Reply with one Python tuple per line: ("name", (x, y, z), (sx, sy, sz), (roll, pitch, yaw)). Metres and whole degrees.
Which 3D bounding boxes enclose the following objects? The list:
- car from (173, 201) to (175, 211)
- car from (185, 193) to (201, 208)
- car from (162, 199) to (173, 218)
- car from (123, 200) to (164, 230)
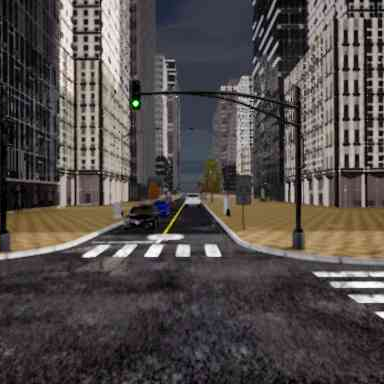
("car", (-3.082, 1.579, 40.634), (1.994, 1.385, 4.181), (0, 0, 0))
("car", (0.109, 1.216, 49.423), (2.150, 2.045, 5.566), (0, 0, 0))
("car", (-3.090, 1.495, 30.757), (1.882, 1.535, 5.008), (0, 0, 0))
("car", (-3.097, 1.525, 21.234), (1.837, 1.490, 4.892), (0, 0, 0))
